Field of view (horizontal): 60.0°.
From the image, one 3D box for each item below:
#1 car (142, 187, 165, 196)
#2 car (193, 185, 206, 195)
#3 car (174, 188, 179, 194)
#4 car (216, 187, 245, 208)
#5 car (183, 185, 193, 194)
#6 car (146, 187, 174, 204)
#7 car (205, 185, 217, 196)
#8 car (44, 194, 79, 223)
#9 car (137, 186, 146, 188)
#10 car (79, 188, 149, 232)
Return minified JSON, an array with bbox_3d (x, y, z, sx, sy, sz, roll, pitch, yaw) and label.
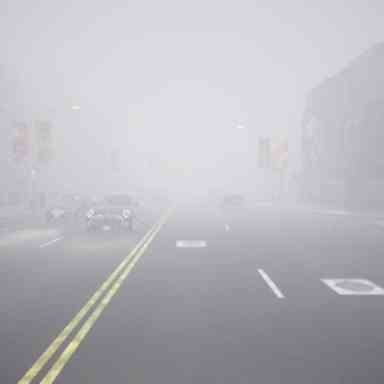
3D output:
[{"bbox_3d":[-6.452,-0.137,56.035,2.002,1.452,4.674,1,2,20],"label":"car"},{"bbox_3d":[2.619,-0.424,60.066,2.097,1.767,4.553,1,2,27],"label":"car"},{"bbox_3d":[-4.293,-0.218,61.343,1.895,1.301,4.718,1,2,30],"label":"car"},{"bbox_3d":[3.527,0.588,30.052,1.882,1.535,5.008,0,2,0],"label":"car"},{"bbox_3d":[0.089,-0.505,62.789,2.097,1.767,4.553,1,2,30],"label":"car"},{"bbox_3d":[-3.434,0.394,36.576,1.882,1.535,5.008,0,2,3],"label":"car"},{"bbox_3d":[4.663,-0.110,56.098,2.033,1.411,5.357,1,2,26],"label":"car"},{"bbox_3d":[-7.110,0.897,19.972,2.128,1.511,4.902,0,2,0],"label":"car"},{"bbox_3d":[-6.417,0.084,42.830,2.097,1.767,4.553,0,2,8],"label":"car"},{"bbox_3d":[-3.611,0.867,16.265,2.097,1.767,4.553,0,2,0],"label":"car"}]
